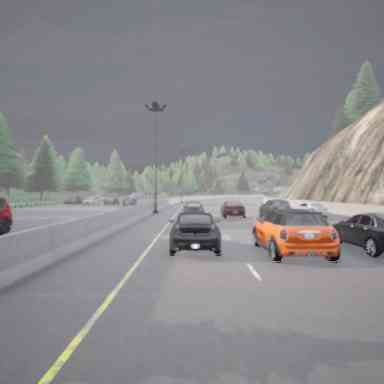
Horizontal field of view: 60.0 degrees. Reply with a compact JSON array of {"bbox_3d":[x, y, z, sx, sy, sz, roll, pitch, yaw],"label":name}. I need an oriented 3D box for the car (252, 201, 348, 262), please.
[{"bbox_3d":[3.613,1.377,12.342,2.097,1.767,4.553,0,0,0],"label":"car"}]

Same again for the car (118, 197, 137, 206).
[{"bbox_3d":[-10.410,1.587,55.727,2.128,1.511,4.902,0,0,1],"label":"car"}]

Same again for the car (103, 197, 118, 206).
[{"bbox_3d":[-13.874,1.622,57.302,1.812,1.442,4.674,0,0,2],"label":"car"}]

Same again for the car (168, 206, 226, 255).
[{"bbox_3d":[0.114,1.530,13.340,1.837,1.490,4.892,0,0,0],"label":"car"}]

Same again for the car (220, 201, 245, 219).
[{"bbox_3d":[3.637,1.535,30.352,1.882,1.535,5.008,0,0,0],"label":"car"}]

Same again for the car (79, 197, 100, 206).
[{"bbox_3d":[-17.367,1.620,57.531,1.812,1.442,4.674,0,0,2],"label":"car"}]

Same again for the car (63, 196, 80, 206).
[{"bbox_3d":[-20.842,1.446,58.555,2.097,1.767,4.553,0,0,2],"label":"car"}]

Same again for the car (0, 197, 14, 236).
[{"bbox_3d":[-10.583,1.242,15.460,2.150,2.045,5.566,0,0,0],"label":"car"}]

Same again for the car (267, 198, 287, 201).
[{"bbox_3d":[7.133,1.409,28.510,2.097,1.767,4.553,0,0,0],"label":"car"}]

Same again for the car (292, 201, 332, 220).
[{"bbox_3d":[10.623,1.587,29.810,1.812,1.442,4.674,0,0,0],"label":"car"}]

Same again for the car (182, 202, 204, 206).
[{"bbox_3d":[0.123,1.580,29.840,1.812,1.442,4.674,0,0,0],"label":"car"}]

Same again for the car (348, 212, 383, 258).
[{"bbox_3d":[7.113,1.533,12.911,1.837,1.490,4.892,0,0,0],"label":"car"}]
